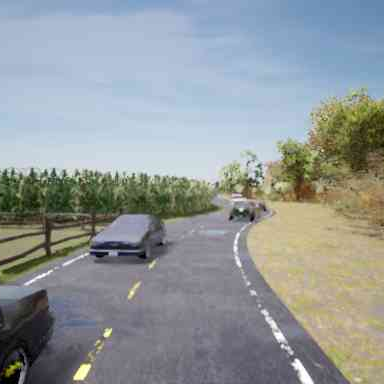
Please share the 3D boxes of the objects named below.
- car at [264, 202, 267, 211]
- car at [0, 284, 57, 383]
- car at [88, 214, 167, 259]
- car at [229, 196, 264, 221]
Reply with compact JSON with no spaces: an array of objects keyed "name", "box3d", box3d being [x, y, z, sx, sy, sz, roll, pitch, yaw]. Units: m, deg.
[{"name":"car","box3d":[8.872,1.722,44.393,1.812,1.442,4.674,0,0,11]},{"name":"car","box3d":[-2.764,1.559,2.144,2.033,1.411,5.357,0,0,1]},{"name":"car","box3d":[-2.244,1.602,13.209,2.033,1.411,5.357,0,0,6]},{"name":"car","box3d":[4.673,1.484,28.947,2.097,1.767,4.553,0,0,19]}]
